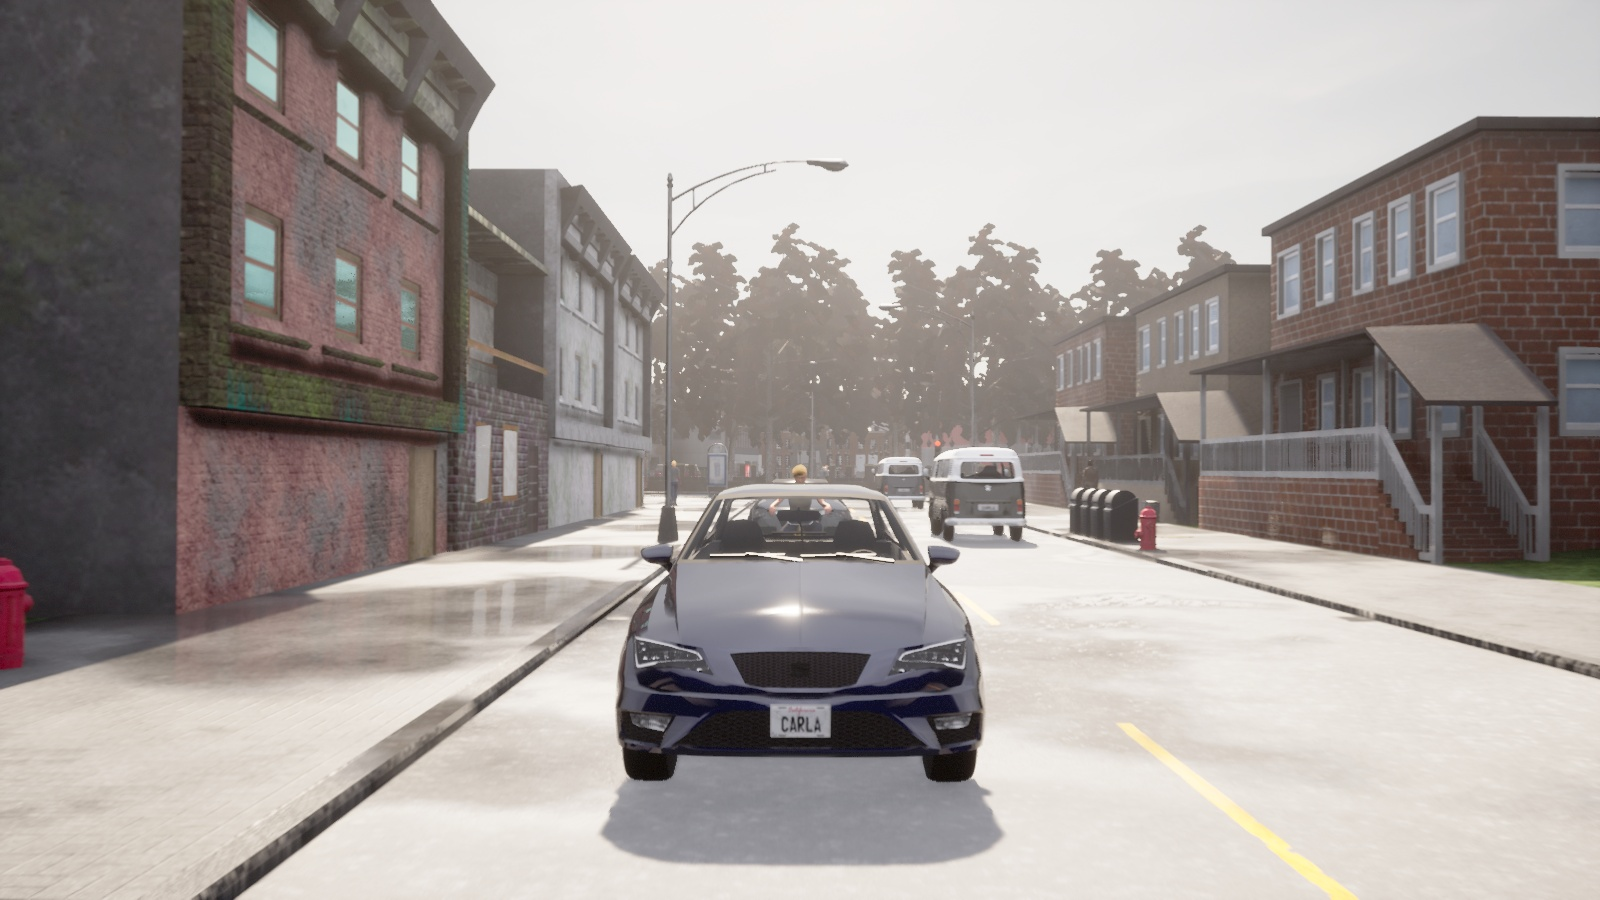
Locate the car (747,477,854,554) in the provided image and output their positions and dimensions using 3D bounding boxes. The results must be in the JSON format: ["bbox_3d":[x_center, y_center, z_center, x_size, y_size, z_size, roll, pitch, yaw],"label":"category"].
[{"bbox_3d":[0.006,1.260,25.394,1.994,1.385,4.181,0,-1,0],"label":"car"}]

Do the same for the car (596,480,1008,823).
[{"bbox_3d":[0.006,0.942,7.659,1.816,1.474,4.193,0,-1,0],"label":"car"}]

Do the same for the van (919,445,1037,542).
[{"bbox_3d":[4.005,0.958,28.959,2.069,2.038,4.480,0,-1,0],"label":"van"}]

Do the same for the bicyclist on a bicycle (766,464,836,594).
[{"bbox_3d":[0.007,0.997,16.408,0.866,1.612,1.509,0,-1,0],"label":"bicyclist on a bicycle"}]

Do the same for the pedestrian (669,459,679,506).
[{"bbox_3d":[-5.000,1.297,49.925,0.354,1.836,0.706,0,-1,-2],"label":"pedestrian"}]

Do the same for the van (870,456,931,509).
[{"bbox_3d":[4.005,1.286,50.670,2.069,2.038,4.480,0,-1,0],"label":"van"}]

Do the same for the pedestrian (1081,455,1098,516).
[{"bbox_3d":[8.630,1.053,37.398,0.328,1.805,0.869,0,-1,3],"label":"pedestrian"}]

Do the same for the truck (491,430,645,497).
[{"bbox_3d":[-13.598,0.820,73.889,8.468,3.827,2.891,0,-1,5],"label":"truck"}]
